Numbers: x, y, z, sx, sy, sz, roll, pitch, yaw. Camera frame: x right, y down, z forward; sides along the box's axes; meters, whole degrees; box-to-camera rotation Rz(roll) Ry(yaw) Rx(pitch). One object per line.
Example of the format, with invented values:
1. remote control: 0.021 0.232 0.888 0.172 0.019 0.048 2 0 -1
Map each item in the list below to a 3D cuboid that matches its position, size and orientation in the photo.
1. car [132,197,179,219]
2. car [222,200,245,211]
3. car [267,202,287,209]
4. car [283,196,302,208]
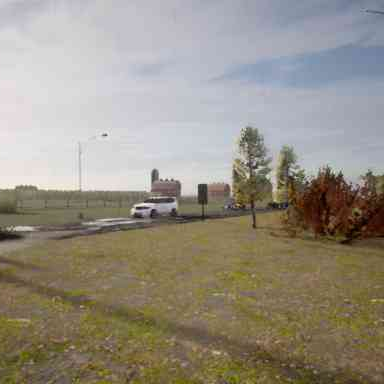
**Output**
1. car: -3.516 1.501 32.888 2.150 2.045 5.566 -1 -1 32
2. car: 6.031 1.942 48.131 2.128 1.511 4.902 -1 -1 32
3. car: 13.459 1.961 53.157 1.837 1.490 4.892 -1 -1 32
4. car: 18.685 1.779 61.684 2.150 2.045 5.566 -1 -1 31
